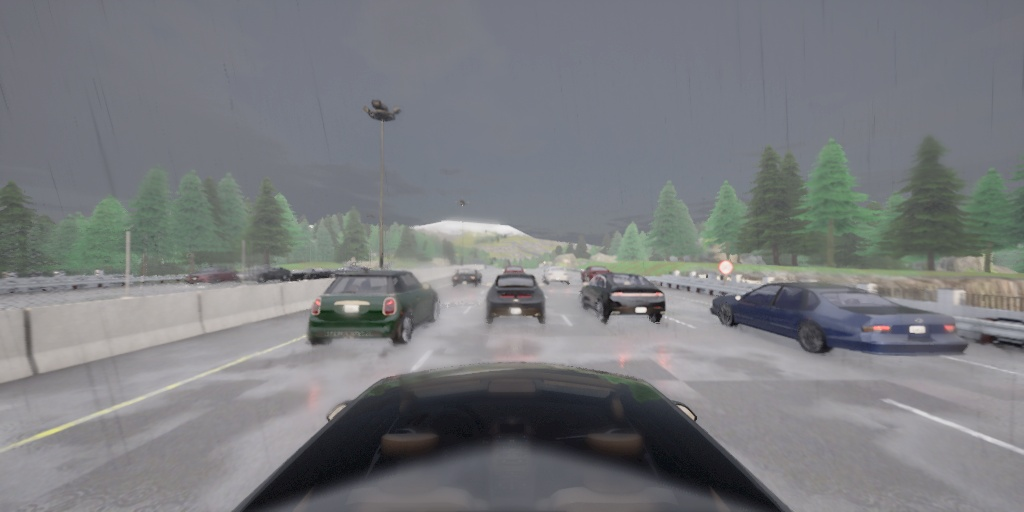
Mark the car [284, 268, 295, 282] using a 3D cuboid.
[{"bbox_3d":[-17.442,1.670,31.684,1.895,1.301,4.718,0,-1,0],"label":"car"}]

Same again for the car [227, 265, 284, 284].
[{"bbox_3d":[-20.958,1.539,30.444,2.128,1.511,4.902,0,-1,1],"label":"car"}]

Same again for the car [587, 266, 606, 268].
[{"bbox_3d":[7.178,1.568,30.840,1.882,1.535,5.008,0,-1,0],"label":"car"}]

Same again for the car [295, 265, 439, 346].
[{"bbox_3d":[-3.384,1.155,9.711,2.097,1.767,4.553,0,-1,0],"label":"car"}]

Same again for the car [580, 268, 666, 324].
[{"bbox_3d":[3.622,1.333,12.473,2.128,1.511,4.902,0,-1,0],"label":"car"}]

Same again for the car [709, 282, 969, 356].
[{"bbox_3d":[7.114,1.356,8.798,2.033,1.411,5.357,0,0,0],"label":"car"}]

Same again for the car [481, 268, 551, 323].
[{"bbox_3d":[0.122,1.343,12.584,1.837,1.490,4.892,0,-1,0],"label":"car"}]

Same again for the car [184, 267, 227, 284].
[{"bbox_3d":[-24.468,1.595,29.643,1.994,1.385,4.181,0,-1,1],"label":"car"}]

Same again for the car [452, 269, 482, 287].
[{"bbox_3d":[-3.342,1.631,27.567,1.895,1.301,4.718,0,-1,0],"label":"car"}]

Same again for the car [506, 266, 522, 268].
[{"bbox_3d":[0.166,1.559,30.833,1.882,1.535,5.008,0,-1,0],"label":"car"}]

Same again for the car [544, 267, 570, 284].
[{"bbox_3d":[3.665,1.604,30.328,1.812,1.442,4.674,0,-1,0],"label":"car"}]
